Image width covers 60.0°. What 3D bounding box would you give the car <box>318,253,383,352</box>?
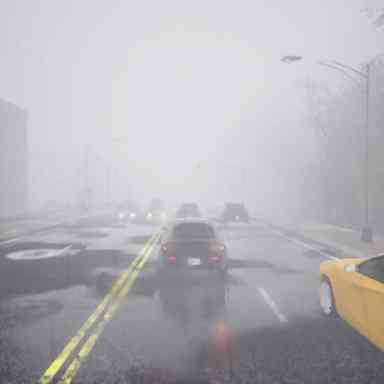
[{"bbox_3d":[3.326,1.476,4.357,1.882,1.535,5.008,0,0,0],"label":"car"}]

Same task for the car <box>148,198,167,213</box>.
[{"bbox_3d":[-3.814,1.496,37.447,1.837,1.490,4.892,0,-1,0],"label":"car"}]

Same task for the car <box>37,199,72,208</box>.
[{"bbox_3d":[-20.688,1.804,50.829,4.313,1.339,1.947,-1,1,-1],"label":"car"}]

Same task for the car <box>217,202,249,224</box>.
[{"bbox_3d":[3.042,1.496,24.976,1.837,1.490,4.892,0,0,-1],"label":"car"}]

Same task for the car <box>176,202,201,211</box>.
[{"bbox_3d":[-0.237,1.517,25.794,1.812,1.442,4.674,0,0,-1],"label":"car"}]

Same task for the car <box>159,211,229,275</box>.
[{"bbox_3d":[0.013,1.522,10.332,1.812,1.442,4.674,0,0,-1],"label":"car"}]

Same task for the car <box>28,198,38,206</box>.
[{"bbox_3d":[-29.159,1.799,59.203,4.403,1.369,2.008,-1,1,-1],"label":"car"}]

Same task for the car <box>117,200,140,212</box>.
[{"bbox_3d":[-7.065,1.554,37.535,1.994,1.385,4.181,0,0,0],"label":"car"}]
